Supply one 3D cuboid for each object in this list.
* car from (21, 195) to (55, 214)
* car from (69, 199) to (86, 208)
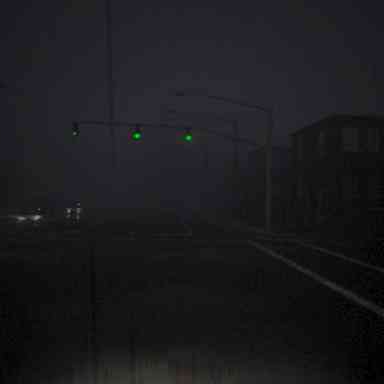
[{"bbox_3d":[-17.443,1.417,38.041,2.150,2.045,5.566,1,-1,-5],"label":"car"},{"bbox_3d":[-18.738,1.902,54.619,1.837,1.490,4.892,1,-1,-4],"label":"car"}]
